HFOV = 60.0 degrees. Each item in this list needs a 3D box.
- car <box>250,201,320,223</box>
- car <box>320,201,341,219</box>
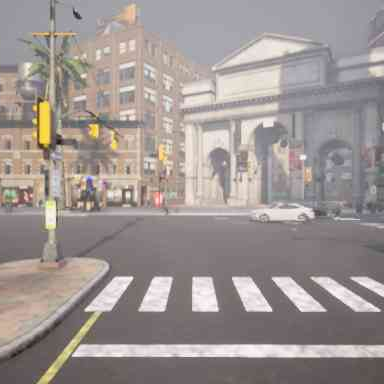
[{"bbox_3d":[6.712,1.536,24.852,4.674,1.442,1.812,0,0,-1],"label":"car"},{"bbox_3d":[10.080,1.504,28.381,4.902,1.511,2.128,0,0,0],"label":"car"}]
